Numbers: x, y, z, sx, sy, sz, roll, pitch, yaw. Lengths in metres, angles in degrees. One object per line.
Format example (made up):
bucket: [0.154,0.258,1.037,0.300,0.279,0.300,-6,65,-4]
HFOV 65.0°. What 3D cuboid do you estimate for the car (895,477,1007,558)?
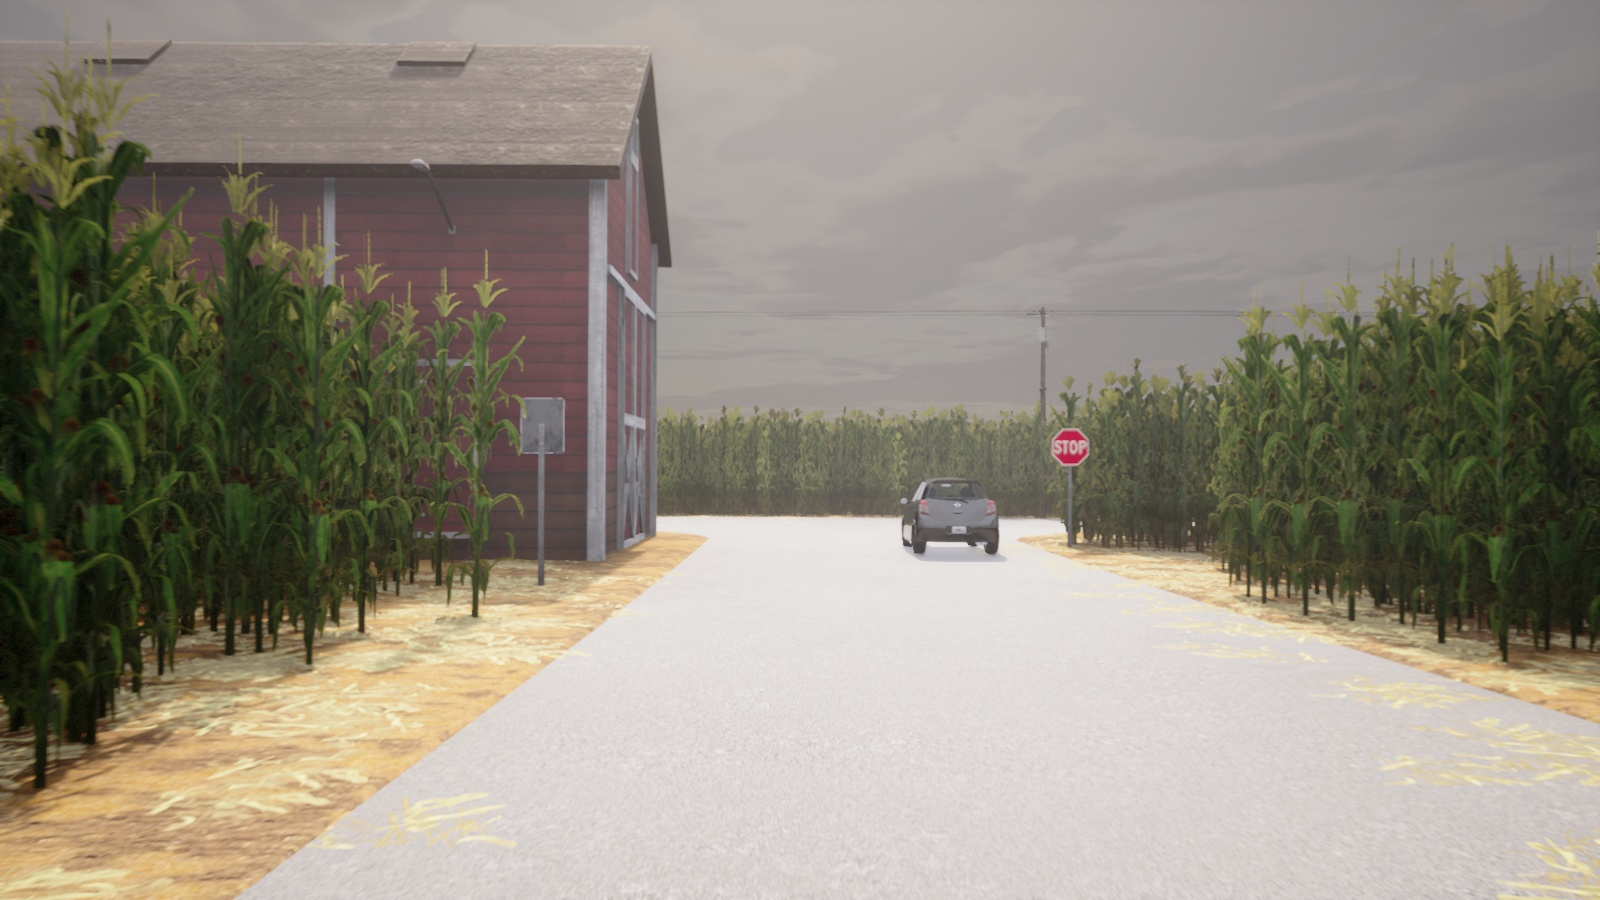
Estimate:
car: [3.033,1.325,25.866,1.845,1.501,3.633,0,-1,0]
